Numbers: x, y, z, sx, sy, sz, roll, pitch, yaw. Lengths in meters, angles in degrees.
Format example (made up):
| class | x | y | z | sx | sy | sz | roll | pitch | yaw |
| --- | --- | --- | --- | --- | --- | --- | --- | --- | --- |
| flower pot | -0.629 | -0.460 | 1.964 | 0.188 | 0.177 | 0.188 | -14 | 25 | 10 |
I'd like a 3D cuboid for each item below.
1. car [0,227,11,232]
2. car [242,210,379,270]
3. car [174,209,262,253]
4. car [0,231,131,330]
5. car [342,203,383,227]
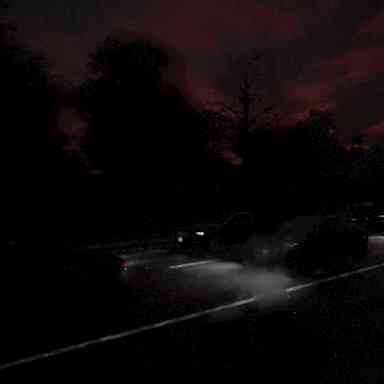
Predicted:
| class | x | y | z | sx | sy | sz | roll | pitch | yaw |
| --- | --- | --- | --- | --- | --- | --- | --- | --- | --- |
| car | -6.353 | 1.478 | 8.040 | 5.008 | 1.535 | 1.882 | 0 | 0 | -35 |
| car | 4.081 | 1.505 | 11.122 | 4.674 | 1.442 | 1.812 | 0 | 0 | -35 |
| car | 1.580 | 1.473 | 13.637 | 4.902 | 1.511 | 2.128 | 0 | 0 | -35 |
| car | -3.248 | 1.562 | 5.952 | 4.181 | 1.385 | 1.994 | 0 | 0 | -35 |
| car | 9.951 | 1.417 | 19.562 | 4.892 | 1.490 | 1.837 | -1 | 0 | -35 |
